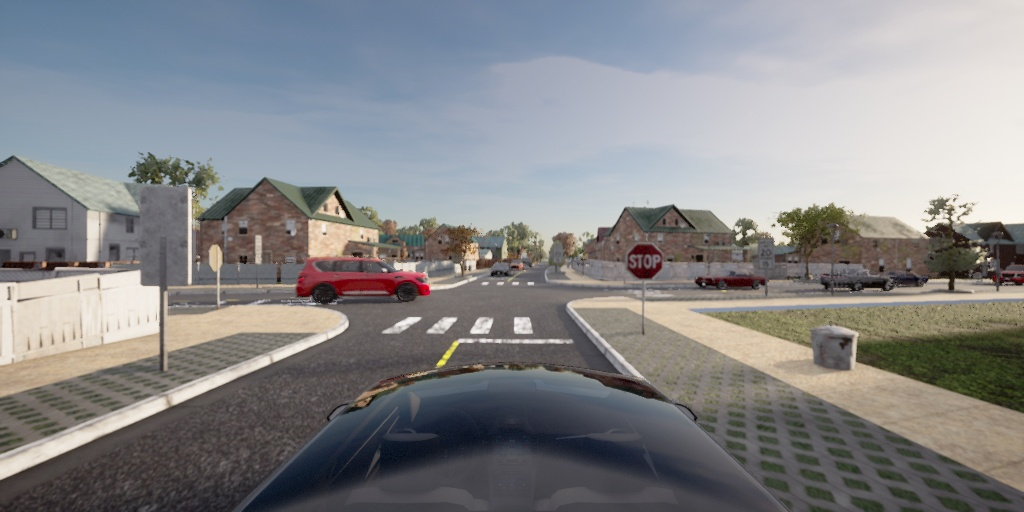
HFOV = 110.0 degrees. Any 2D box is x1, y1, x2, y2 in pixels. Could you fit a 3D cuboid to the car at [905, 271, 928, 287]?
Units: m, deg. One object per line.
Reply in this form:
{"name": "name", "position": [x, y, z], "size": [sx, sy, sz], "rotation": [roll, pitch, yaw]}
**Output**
{"name": "car", "position": [31.386, 1.862, 29.410], "size": [4.718, 1.301, 1.895], "rotation": [1, 0, -15]}

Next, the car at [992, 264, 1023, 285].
{"name": "car", "position": [48.641, 1.828, 33.990], "size": [5.566, 2.045, 2.150], "rotation": [1, 0, -15]}

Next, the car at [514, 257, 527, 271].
{"name": "car", "position": [0.673, 1.401, 55.901], "size": [2.097, 1.767, 4.553], "rotation": [0, 0, 7]}

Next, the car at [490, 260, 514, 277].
{"name": "car", "position": [-1.153, 1.455, 38.521], "size": [1.837, 1.490, 4.892], "rotation": [0, 0, 5]}

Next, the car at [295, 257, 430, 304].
{"name": "car", "position": [-6.567, 1.088, 16.196], "size": [5.566, 2.045, 2.150], "rotation": [1, 0, -16]}

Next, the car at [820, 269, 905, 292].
{"name": "car", "position": [23.392, 1.629, 24.294], "size": [4.902, 1.511, 2.128], "rotation": [1, 0, -15]}

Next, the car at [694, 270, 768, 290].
{"name": "car", "position": [15.207, 1.644, 25.029], "size": [4.718, 1.301, 1.895], "rotation": [1, 0, -15]}
